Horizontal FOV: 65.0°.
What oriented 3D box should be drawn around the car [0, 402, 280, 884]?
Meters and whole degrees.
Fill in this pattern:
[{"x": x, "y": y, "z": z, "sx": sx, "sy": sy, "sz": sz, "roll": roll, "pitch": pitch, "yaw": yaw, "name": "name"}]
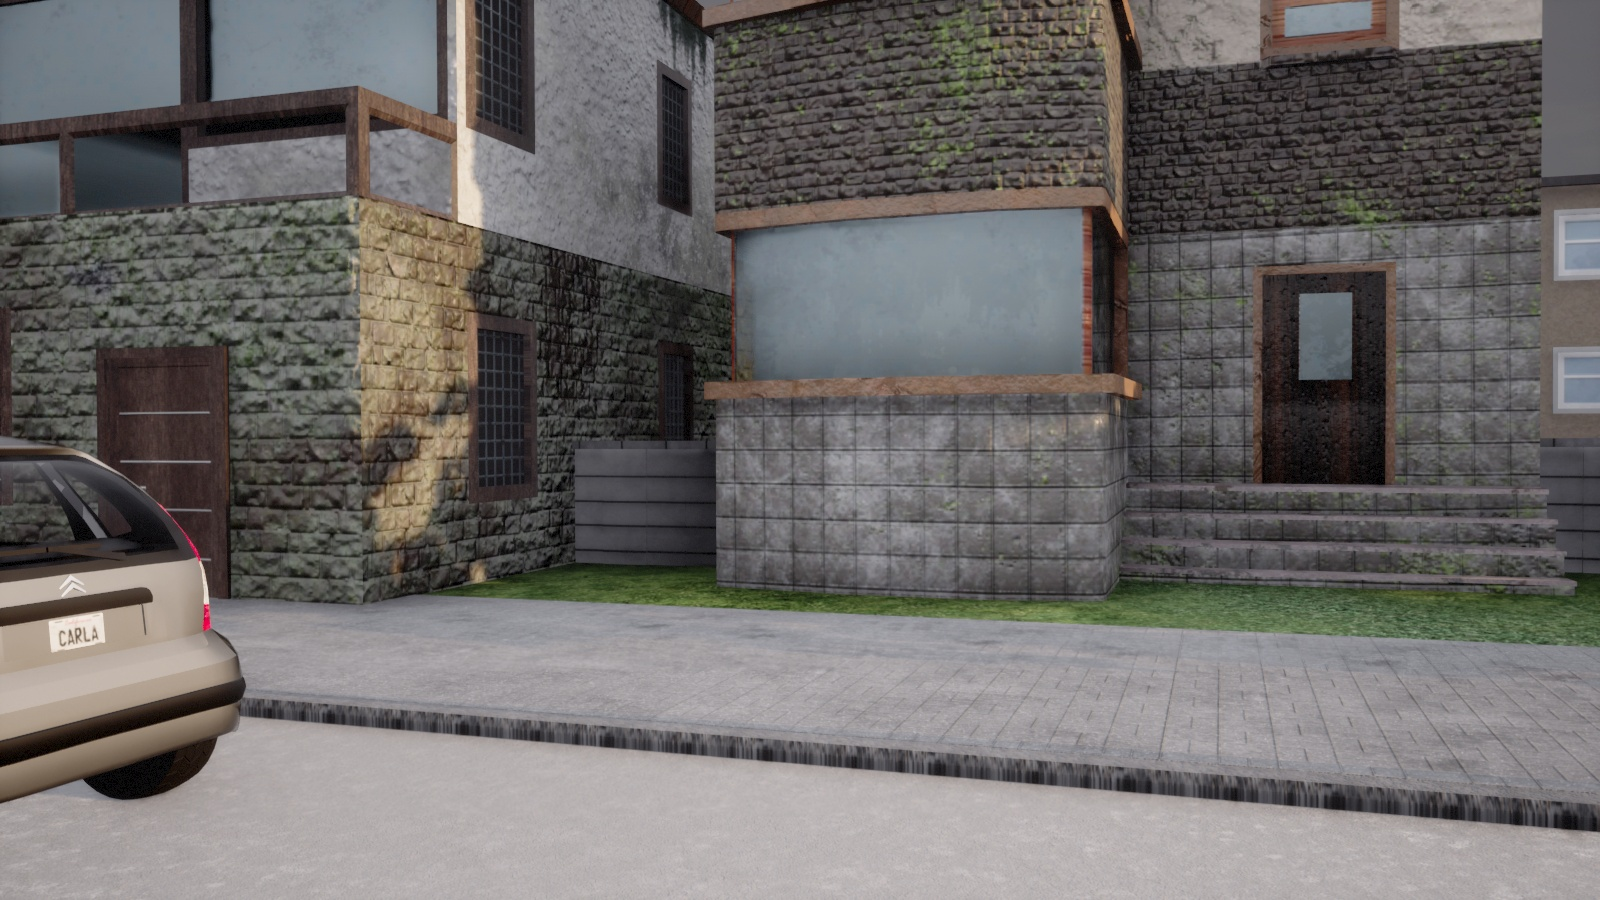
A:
[{"x": -4.446, "y": 0.625, "z": 5.213, "sx": 3.988, "sy": 1.617, "sz": 1.851, "roll": 1, "pitch": 1, "yaw": 19, "name": "car"}]
